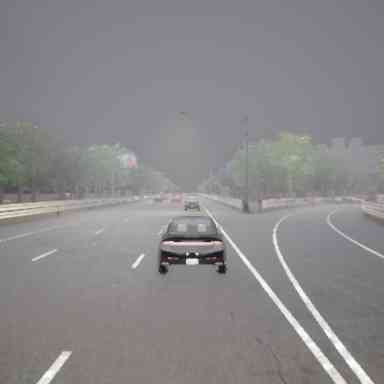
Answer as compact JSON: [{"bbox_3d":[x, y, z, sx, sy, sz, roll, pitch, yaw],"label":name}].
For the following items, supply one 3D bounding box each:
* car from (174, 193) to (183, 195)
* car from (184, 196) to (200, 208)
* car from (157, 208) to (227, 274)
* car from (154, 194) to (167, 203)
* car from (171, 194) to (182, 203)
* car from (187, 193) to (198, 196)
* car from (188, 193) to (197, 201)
[{"bbox_3d":[-3.464,1.149,80.989,2.150,2.045,5.566,0,0,0],"label":"car"},{"bbox_3d":[0.018,1.532,42.064,1.812,1.442,4.674,0,0,0],"label":"car"},{"bbox_3d":[0.007,1.491,10.557,2.128,1.511,4.902,0,0,0],"label":"car"},{"bbox_3d":[-6.968,1.538,70.537,1.882,1.535,5.008,0,0,0],"label":"car"},{"bbox_3d":[-3.468,1.657,70.982,1.895,1.301,4.718,0,0,0],"label":"car"},{"bbox_3d":[0.032,1.289,71.398,2.150,2.045,5.566,0,0,0],"label":"car"},{"bbox_3d":[0.036,1.168,81.403,2.150,2.045,5.566,0,0,0],"label":"car"}]
